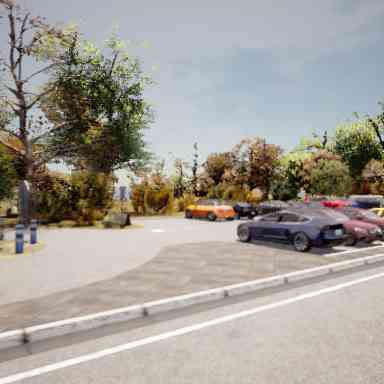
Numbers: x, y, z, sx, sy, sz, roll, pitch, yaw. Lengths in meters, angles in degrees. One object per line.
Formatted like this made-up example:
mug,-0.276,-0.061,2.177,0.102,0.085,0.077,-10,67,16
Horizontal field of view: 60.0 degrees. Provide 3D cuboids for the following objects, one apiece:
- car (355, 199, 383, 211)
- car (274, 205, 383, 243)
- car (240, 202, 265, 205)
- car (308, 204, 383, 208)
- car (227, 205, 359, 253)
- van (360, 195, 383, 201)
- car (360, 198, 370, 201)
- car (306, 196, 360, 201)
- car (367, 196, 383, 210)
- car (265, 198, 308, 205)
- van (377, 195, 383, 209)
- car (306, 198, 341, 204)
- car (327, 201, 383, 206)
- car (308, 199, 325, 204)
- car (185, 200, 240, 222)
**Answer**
car,24.427,1.709,43.817,2.163,1.488,4.792,-1,0,-35
car,6.319,1.551,15.622,2.002,1.452,4.674,1,0,-35
car,3.558,1.563,29.059,2.097,1.535,5.008,1,0,-35
car,8.627,1.578,17.251,2.002,1.452,4.674,1,0,-35
car,3.993,1.514,14.014,2.163,1.488,4.792,1,0,-35
van,22.201,1.477,42.064,1.878,1.987,4.442,-1,0,-35
car,17.413,1.718,38.828,2.097,1.535,5.008,1,-1,-35
car,15.111,1.443,37.177,2.435,2.045,5.566,1,0,-35
car,26.667,1.531,45.319,2.185,1.767,4.553,-1,0,-35
car,8.268,1.618,32.394,2.231,1.521,4.892,1,0,-35
van,28.989,1.407,47.138,1.878,1.987,4.442,-1,0,-35
car,12.802,1.698,35.547,2.163,1.488,4.792,1,0,-35
car,10.831,1.561,19.029,1.946,1.575,5.366,1,0,-35
car,10.494,1.672,33.920,2.163,1.488,4.792,1,0,-35
car,1.368,1.412,27.482,2.185,1.767,4.553,1,0,-35
